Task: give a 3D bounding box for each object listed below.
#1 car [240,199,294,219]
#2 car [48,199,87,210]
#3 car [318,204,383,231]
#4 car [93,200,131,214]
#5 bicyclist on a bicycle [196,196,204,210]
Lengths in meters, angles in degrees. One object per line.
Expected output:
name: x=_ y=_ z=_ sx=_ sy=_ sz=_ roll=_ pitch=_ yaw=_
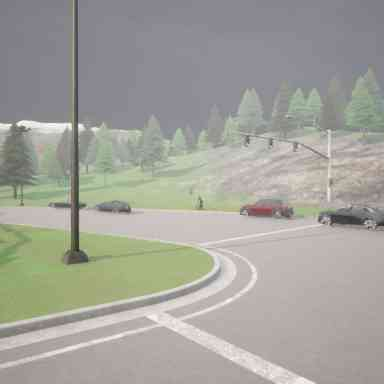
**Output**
car: x=6.453 y=1.352 z=29.097 sx=4.553 sy=1.767 sz=2.097 roll=0 pitch=0 yaw=39
car: x=-15.939 y=1.601 z=42.502 sx=4.718 sy=1.301 sz=1.895 roll=0 pitch=0 yaw=18
car: x=10.205 y=1.493 z=20.676 sx=2.128 sy=1.511 sz=4.902 roll=1 pitch=0 yaw=-33
car: x=-8.492 y=1.564 z=35.387 sx=4.181 sy=1.385 sz=1.994 roll=0 pitch=0 yaw=30
bicyclist on a bicycle: x=0.929 y=1.302 z=38.432 sx=0.582 sy=1.620 sz=1.656 roll=0 pitch=0 yaw=34
